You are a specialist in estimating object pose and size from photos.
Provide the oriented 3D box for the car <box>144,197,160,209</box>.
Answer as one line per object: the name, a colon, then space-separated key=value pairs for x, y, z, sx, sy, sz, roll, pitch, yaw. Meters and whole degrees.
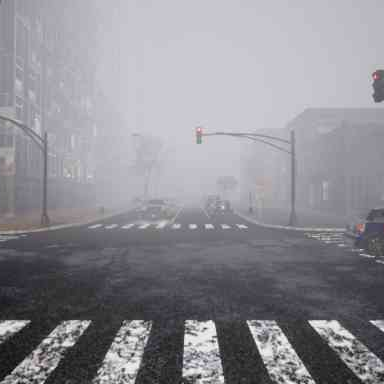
car: x=-5.677 y=1.530 z=47.836 sx=1.752 sy=1.417 sz=4.829 roll=1 pitch=0 yaw=0

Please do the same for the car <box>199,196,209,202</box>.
car: x=2.702 y=1.572 z=76.415 sx=1.947 sy=1.339 sz=4.313 roll=1 pitch=0 yaw=0

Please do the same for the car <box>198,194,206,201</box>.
car: x=2.704 y=1.446 z=87.762 sx=1.967 sy=1.590 sz=4.097 roll=1 pitch=0 yaw=0

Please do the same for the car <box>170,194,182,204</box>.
car: x=-3.001 y=1.577 z=64.034 sx=1.812 sy=1.442 sz=4.674 roll=0 pitch=0 yaw=0

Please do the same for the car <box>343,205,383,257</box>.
car: x=7.953 y=1.261 z=11.855 sx=4.553 sy=1.767 sz=2.097 roll=-2 pitch=-1 yaw=10

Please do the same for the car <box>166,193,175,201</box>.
car: x=-5.673 y=1.321 z=87.724 sx=2.192 sy=1.841 sz=5.009 roll=1 pitch=0 yaw=0

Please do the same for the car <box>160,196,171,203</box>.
car: x=-5.678 y=1.572 z=70.702 sx=1.947 sy=1.339 sz=4.313 roll=1 pitch=0 yaw=0

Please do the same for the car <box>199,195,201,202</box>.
car: x=2.707 y=1.321 z=65.067 sx=2.192 sy=1.841 sz=5.009 roll=1 pitch=0 yaw=0

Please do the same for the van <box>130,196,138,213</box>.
van: x=-5.673 y=1.346 z=36.658 sx=1.690 sy=1.788 sz=3.998 roll=1 pitch=0 yaw=0

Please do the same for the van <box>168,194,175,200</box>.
van: x=-5.674 y=1.347 z=93.398 sx=1.690 sy=1.788 sz=3.998 roll=1 pitch=0 yaw=0

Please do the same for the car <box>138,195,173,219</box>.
car: x=-3.100 y=1.357 z=28.960 sx=2.097 sy=1.767 sz=4.553 roll=0 pitch=0 yaw=0

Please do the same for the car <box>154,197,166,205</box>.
car: x=-5.678 y=1.587 z=59.354 sx=1.802 sy=1.307 sz=4.206 roll=1 pitch=0 yaw=0

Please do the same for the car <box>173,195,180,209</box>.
car: x=-3.098 y=1.552 z=46.114 sx=2.033 sy=1.411 sz=5.357 roll=0 pitch=0 yaw=0

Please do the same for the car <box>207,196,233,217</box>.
car: x=2.705 y=1.444 z=31.023 sx=1.967 sy=1.590 sz=4.097 roll=1 pitch=0 yaw=0

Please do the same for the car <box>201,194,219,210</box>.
car: x=2.707 y=1.320 z=42.371 sx=2.192 sy=1.841 sz=5.009 roll=1 pitch=0 yaw=0
